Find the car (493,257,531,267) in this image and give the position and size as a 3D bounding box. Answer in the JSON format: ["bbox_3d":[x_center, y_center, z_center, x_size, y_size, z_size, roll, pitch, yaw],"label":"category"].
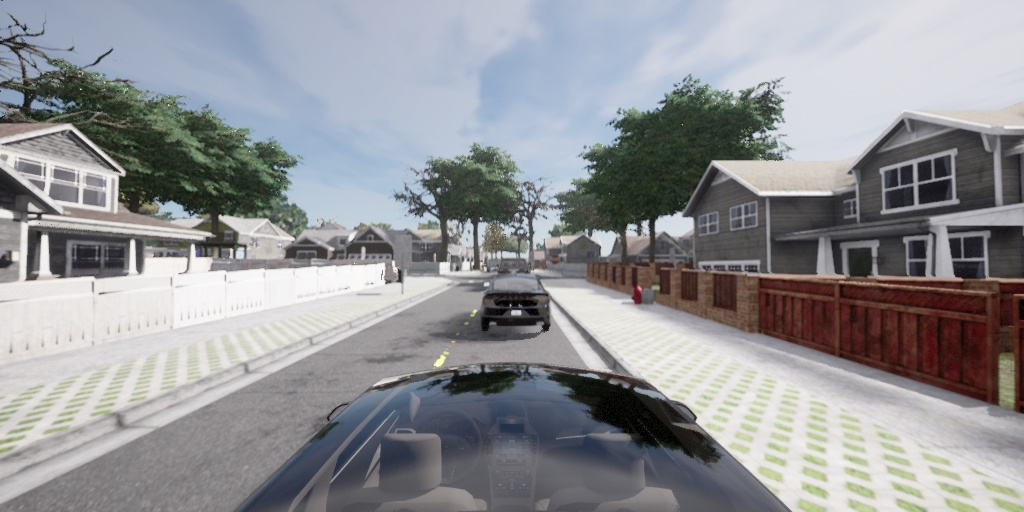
[{"bbox_3d":[0.103,1.115,23.925,2.150,2.045,5.566,0,0,0],"label":"car"}]

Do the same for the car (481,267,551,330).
[{"bbox_3d":[0.102,1.277,11.315,1.882,1.535,5.008,0,-1,0],"label":"car"}]

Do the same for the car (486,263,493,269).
[{"bbox_3d":[-2.828,1.723,53.946,2.128,1.511,4.902,0,-1,0],"label":"car"}]
